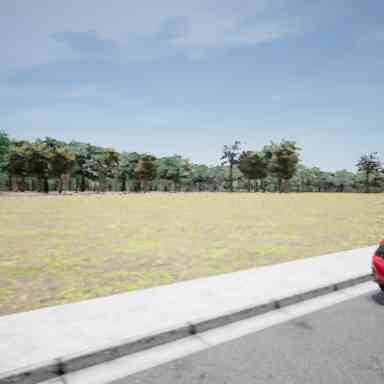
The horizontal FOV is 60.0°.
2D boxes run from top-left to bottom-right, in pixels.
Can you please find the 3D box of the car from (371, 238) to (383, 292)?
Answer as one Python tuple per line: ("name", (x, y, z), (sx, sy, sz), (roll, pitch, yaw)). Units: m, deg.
("car", (6.397, 1.220, 7.629), (5.566, 2.045, 2.150), (0, 0, -35))
